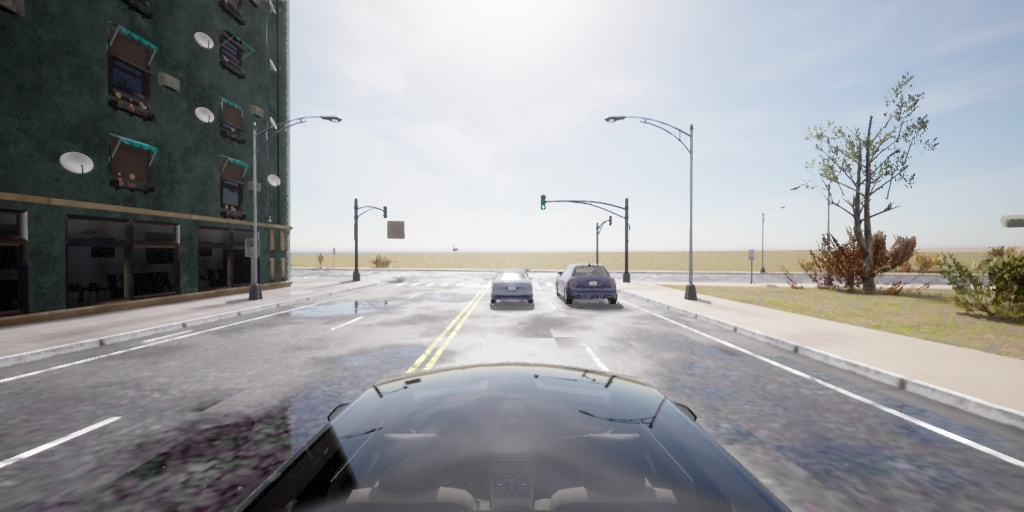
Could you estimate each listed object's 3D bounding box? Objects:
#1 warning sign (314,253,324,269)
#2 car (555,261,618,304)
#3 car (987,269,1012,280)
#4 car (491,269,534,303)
[{"bbox_3d":[-23.468,0.583,43.935,1.060,1.860,1.300,0,0,1],"label":"warning sign"},{"bbox_3d":[3.250,1.112,16.470,2.097,1.767,4.553,0,0,0],"label":"car"},{"bbox_3d":[50.913,1.716,35.950,4.902,1.511,2.128,0,1,1],"label":"car"},{"bbox_3d":[0.000,1.309,16.500,2.033,1.411,5.357,0,0,0],"label":"car"}]
